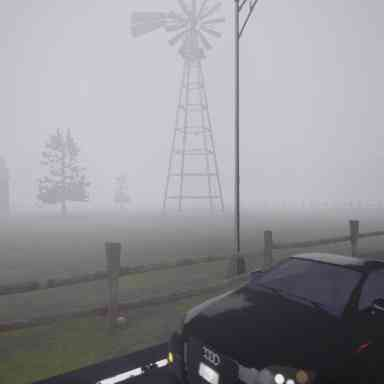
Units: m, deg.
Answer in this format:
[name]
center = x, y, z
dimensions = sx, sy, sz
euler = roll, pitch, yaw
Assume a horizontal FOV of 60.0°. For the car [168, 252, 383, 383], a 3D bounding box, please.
[car]
center = 1.779, 1.563, 4.349
dimensions = 4.181, 1.385, 1.994
euler = 0, 0, -36
